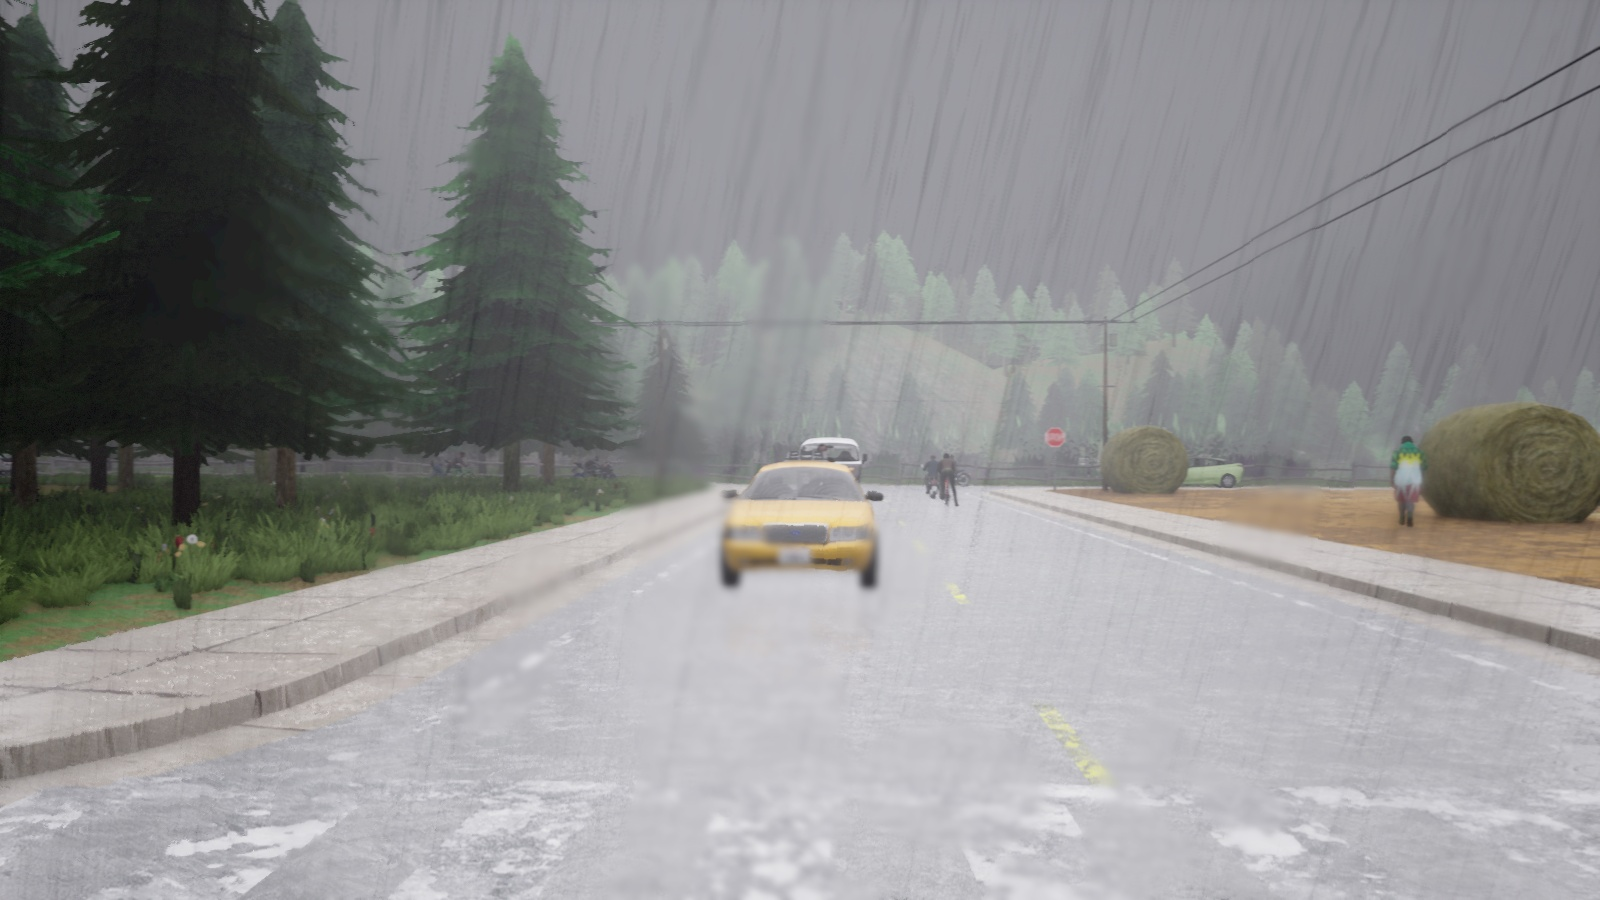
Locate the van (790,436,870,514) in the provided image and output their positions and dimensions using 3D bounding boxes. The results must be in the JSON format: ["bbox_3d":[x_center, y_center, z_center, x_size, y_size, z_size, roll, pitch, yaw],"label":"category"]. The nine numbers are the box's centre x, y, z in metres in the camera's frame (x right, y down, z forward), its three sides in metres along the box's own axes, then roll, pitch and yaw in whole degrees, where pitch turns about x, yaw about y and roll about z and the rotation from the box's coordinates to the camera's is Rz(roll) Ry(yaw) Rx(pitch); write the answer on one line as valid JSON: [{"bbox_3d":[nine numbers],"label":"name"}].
[{"bbox_3d":[0.880,0.660,34.841,2.069,2.038,4.480,0,0,2],"label":"van"}]

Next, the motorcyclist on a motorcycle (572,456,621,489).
[{"bbox_3d":[-9.720,1.065,60.019,2.191,1.530,0.866,0,0,5],"label":"motorcyclist on a motorcycle"}]

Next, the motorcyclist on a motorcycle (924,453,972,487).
[{"bbox_3d":[7.288,0.993,61.987,2.350,1.649,0.766,0,0,5],"label":"motorcyclist on a motorcycle"}]

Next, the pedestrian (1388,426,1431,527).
[{"bbox_3d":[11.988,0.517,24.710,0.659,1.952,0.873,0,0,19],"label":"pedestrian"}]

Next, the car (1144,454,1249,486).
[{"bbox_3d":[19.172,0.981,60.906,4.514,1.525,2.007,0,0,5],"label":"car"}]

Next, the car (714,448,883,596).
[{"bbox_3d":[0.088,0.780,16.058,1.801,1.575,5.366,0,0,2],"label":"car"}]

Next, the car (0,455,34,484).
[{"bbox_3d":[-43.211,1.023,65.842,4.902,1.511,2.128,0,0,4],"label":"car"}]

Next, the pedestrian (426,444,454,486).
[{"bbox_3d":[-16.068,0.669,56.015,0.900,1.855,0.874,0,0,12],"label":"pedestrian"}]

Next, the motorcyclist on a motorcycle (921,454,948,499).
[{"bbox_3d":[4.809,0.941,44.945,0.866,1.590,1.817,0,0,2],"label":"motorcyclist on a motorcycle"}]
